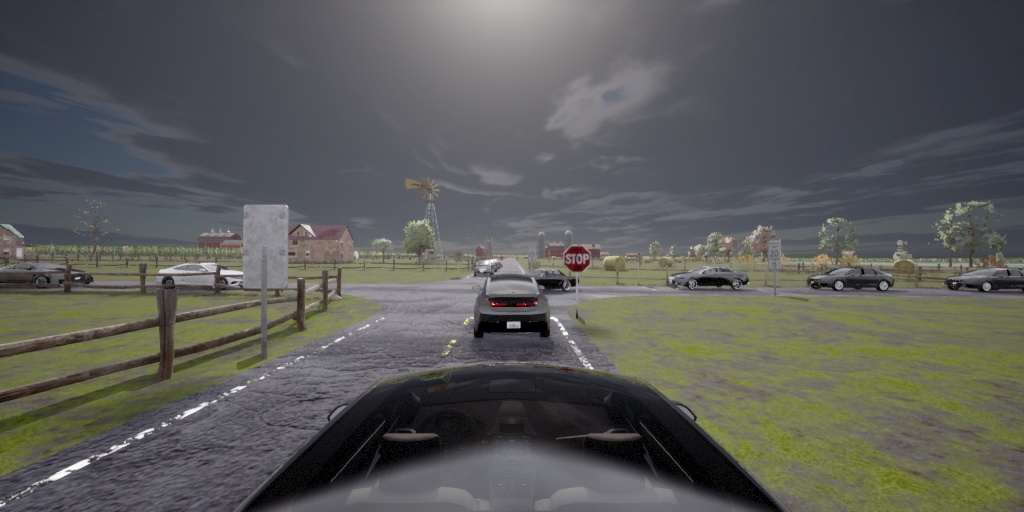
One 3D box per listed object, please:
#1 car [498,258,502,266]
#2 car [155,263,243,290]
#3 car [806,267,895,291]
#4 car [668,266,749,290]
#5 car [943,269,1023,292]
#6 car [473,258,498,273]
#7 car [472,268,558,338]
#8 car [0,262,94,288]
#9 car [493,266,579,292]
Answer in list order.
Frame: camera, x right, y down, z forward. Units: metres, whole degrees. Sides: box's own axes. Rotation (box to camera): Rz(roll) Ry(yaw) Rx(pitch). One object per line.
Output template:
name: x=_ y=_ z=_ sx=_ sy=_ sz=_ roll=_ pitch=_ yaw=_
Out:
car: x=-2.825 y=1.241 z=46.359 sx=2.128 sy=1.511 sz=4.902 roll=0 pitch=0 yaw=0
car: x=-17.233 y=1.103 z=20.192 sx=4.674 sy=1.442 sz=1.812 roll=1 pitch=-1 yaw=-1
car: x=22.213 y=1.499 z=23.657 sx=4.892 sy=1.490 sz=1.837 roll=1 pitch=-1 yaw=-1
car: x=12.811 y=1.397 z=23.491 sx=4.902 sy=1.511 sz=2.128 roll=1 pitch=-1 yaw=-2
car: x=31.716 y=1.587 z=23.772 sx=4.892 sy=1.490 sz=1.837 roll=1 pitch=-1 yaw=-1
car: x=-2.838 y=1.243 z=36.913 sx=2.128 sy=1.511 sz=4.902 roll=0 pitch=0 yaw=0
car: x=-0.069 y=1.256 z=10.225 sx=1.837 sy=1.490 sz=4.892 roll=0 pitch=0 yaw=-3
car: x=-26.353 y=1.048 z=20.076 sx=4.181 sy=1.385 sz=1.994 roll=1 pitch=-1 yaw=-1
car: x=1.510 y=1.369 z=20.270 sx=4.718 sy=1.301 sz=1.895 roll=1 pitch=0 yaw=-35
